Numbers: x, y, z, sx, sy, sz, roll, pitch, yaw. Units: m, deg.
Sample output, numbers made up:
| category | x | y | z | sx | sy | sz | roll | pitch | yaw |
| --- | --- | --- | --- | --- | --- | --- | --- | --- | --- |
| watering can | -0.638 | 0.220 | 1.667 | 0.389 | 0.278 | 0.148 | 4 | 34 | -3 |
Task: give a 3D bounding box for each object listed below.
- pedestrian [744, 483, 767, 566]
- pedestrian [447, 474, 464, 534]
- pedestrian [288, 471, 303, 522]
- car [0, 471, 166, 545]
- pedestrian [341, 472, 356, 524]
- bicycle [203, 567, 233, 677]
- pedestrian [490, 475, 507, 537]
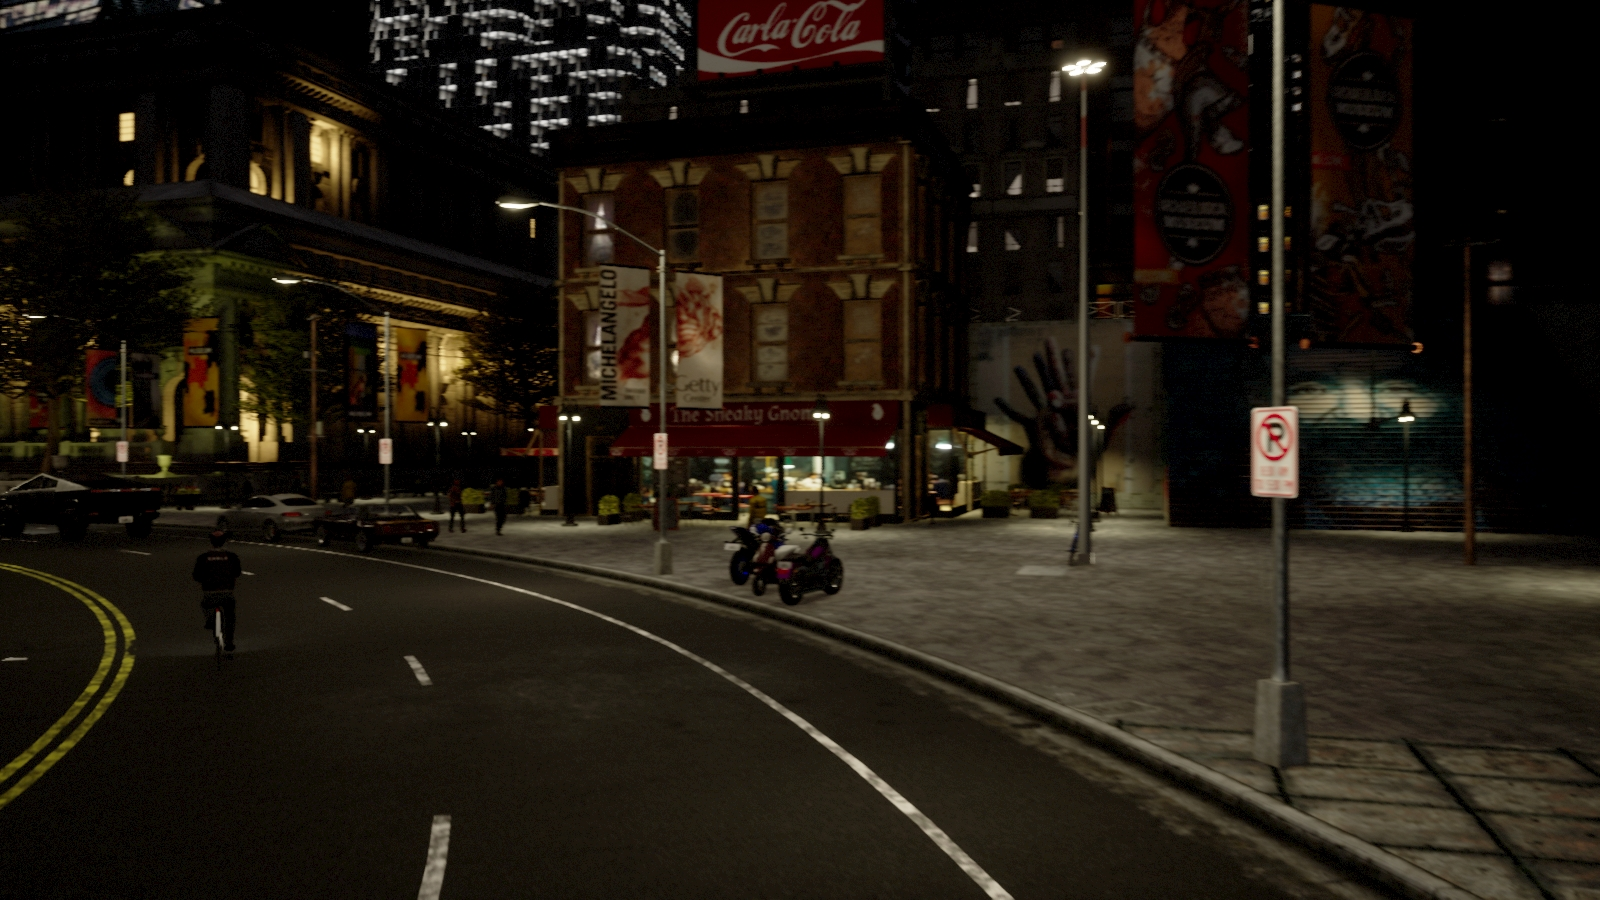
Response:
| category | x | y | z | sx | sy | sz | roll | pitch | yaw |
| --- | --- | --- | --- | --- | --- | --- | --- | --- | --- |
| pedestrian | -1.014 | 1.697 | 26.032 | 0.375 | 1.860 | 0.375 | 0 | 0 | 44 |
| pedestrian | -10.913 | 1.711 | 36.212 | 0.375 | 1.860 | 0.375 | 0 | 0 | -44 |
| pedestrian | -18.630 | 1.718 | 42.197 | 0.375 | 1.860 | 0.375 | 0 | 0 | 25 |
| car | -23.249 | 1.782 | 36.705 | 6.274 | 2.098 | 2.390 | 0 | 0 | 33 |
| pedestrian | -16.150 | 1.716 | 40.863 | 0.375 | 1.860 | 0.375 | 0 | 0 | -40 |
| bicycle | -7.656 | 2.219 | 15.047 | 0.329 | 1.171 | 1.835 | -1 | 0 | -26 |
| pedestrian | -9.245 | 1.709 | 35.031 | 0.375 | 1.860 | 0.375 | 0 | 0 | -45 |
